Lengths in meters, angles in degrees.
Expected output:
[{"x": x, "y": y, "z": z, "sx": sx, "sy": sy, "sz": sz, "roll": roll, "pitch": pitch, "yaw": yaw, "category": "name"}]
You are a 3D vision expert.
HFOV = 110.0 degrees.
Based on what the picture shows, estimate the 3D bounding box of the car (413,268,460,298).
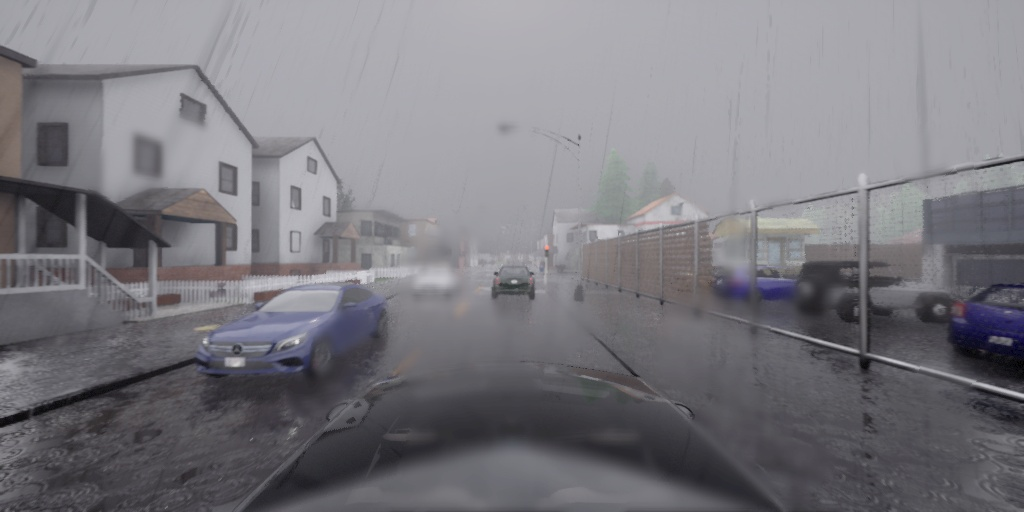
[{"x": -3.993, "y": 1.404, "z": 19.681, "sx": 1.812, "sy": 1.442, "sz": 4.674, "roll": 0, "pitch": 0, "yaw": 0, "category": "car"}]

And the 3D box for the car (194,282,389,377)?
[{"x": -4.091, "y": 1.319, "z": 7.633, "sx": 1.812, "sy": 1.442, "sz": 4.674, "roll": 0, "pitch": 0, "yaw": 0, "category": "car"}]

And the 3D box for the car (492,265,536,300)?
[{"x": 0.100, "y": 1.224, "z": 18.778, "sx": 2.097, "sy": 1.767, "sz": 4.553, "roll": 0, "pitch": 0, "yaw": 0, "category": "car"}]
